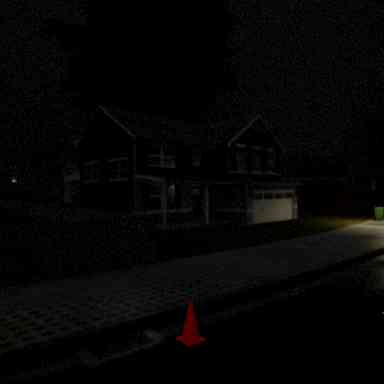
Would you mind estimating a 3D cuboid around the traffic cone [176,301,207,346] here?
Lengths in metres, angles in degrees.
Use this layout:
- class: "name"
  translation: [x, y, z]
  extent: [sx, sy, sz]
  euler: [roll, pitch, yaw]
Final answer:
- class: "traffic cone"
  translation: [-0.009, 1.951, 5.061]
  extent: [0.340, 0.580, 0.340]
  euler: [0, 0, -38]
